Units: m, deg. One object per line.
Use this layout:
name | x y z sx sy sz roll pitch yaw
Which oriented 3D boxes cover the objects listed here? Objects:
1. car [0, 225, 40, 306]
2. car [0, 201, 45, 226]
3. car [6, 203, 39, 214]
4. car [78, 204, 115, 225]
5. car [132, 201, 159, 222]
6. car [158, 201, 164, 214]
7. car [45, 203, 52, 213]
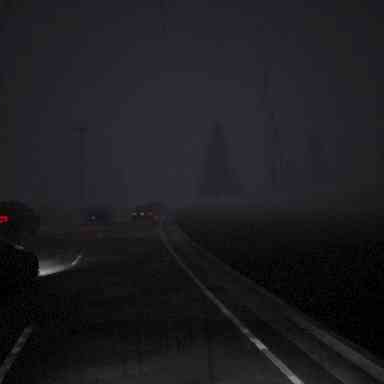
car | -4.767 1.691 7.172 1.994 1.385 4.181 -1 0 -12
car | -10.217 1.515 18.262 2.150 2.045 5.566 -1 -1 -8
car | -23.286 2.229 45.901 1.812 1.442 4.674 -1 -1 4
car | -7.617 1.809 27.553 1.882 1.535 5.008 -1 0 -4
car | -4.261 1.849 29.749 2.033 1.411 5.357 -1 0 -4
car | -4.604 1.905 41.427 1.837 1.490 4.892 -1 0 0
car | -20.005 2.127 43.189 2.128 1.511 4.902 -1 0 5
